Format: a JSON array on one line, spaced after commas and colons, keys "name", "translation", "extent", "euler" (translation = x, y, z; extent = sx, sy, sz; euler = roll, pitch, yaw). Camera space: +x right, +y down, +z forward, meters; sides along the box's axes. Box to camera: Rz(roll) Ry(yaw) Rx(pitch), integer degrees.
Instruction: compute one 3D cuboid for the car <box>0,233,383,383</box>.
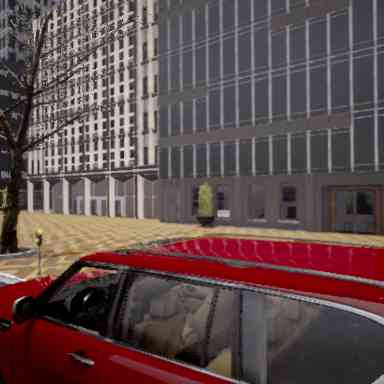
[{"name": "car", "translation": [-0.117, 1.323, 2.964], "extent": [5.009, 1.841, 2.192], "euler": [0, 0, 35]}]
